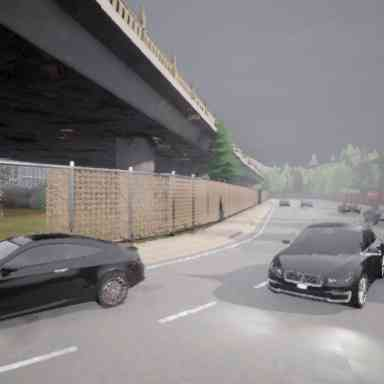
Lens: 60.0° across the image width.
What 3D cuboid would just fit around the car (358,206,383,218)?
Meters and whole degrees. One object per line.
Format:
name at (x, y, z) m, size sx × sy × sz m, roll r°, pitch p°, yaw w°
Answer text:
car at (14.984, 1.769, 26.180) m, size 2.033 × 1.411 × 5.357 m, roll 0°, pitch 0°, yaw 15°

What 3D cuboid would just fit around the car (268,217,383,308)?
car at (3.554, 1.568, 8.301) m, size 1.837 × 1.490 × 4.892 m, roll 1°, pitch 0°, yaw 37°

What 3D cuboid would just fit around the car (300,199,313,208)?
car at (19.280, 1.933, 56.118) m, size 1.812 × 1.442 × 4.674 m, roll 0°, pitch 0°, yaw 15°

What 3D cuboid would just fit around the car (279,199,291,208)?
car at (15.924, 1.943, 57.114) m, size 2.033 × 1.411 × 5.357 m, roll 0°, pitch 0°, yaw 15°

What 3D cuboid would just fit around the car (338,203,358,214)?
car at (18.582, 1.914, 39.486) m, size 1.895 × 1.301 × 4.718 m, roll 0°, pitch 0°, yaw 15°

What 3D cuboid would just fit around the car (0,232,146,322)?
car at (-3.075, 1.544, 6.315) m, size 4.674 × 1.442 × 1.812 m, roll 1°, pitch 0°, yaw -42°
